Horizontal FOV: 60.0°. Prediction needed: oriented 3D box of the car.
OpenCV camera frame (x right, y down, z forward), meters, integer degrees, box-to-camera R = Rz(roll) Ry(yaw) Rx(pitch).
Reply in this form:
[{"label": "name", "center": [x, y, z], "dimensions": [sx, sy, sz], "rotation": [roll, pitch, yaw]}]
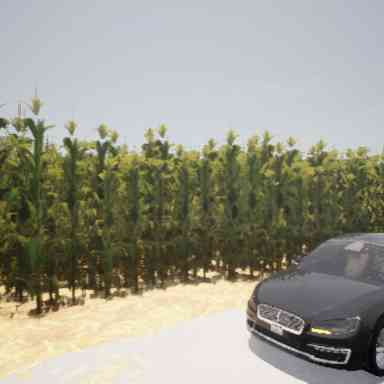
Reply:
[{"label": "car", "center": [3.065, 1.523, 5.685], "dimensions": [4.892, 1.490, 1.837], "rotation": [0, 0, -35]}]
